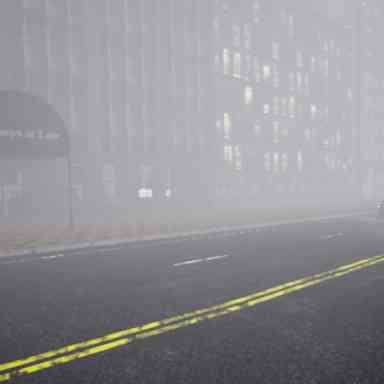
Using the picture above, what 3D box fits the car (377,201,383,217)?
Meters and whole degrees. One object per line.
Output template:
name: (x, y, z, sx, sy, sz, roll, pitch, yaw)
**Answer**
car: (14.918, 0.976, 23.503, 4.892, 1.490, 1.837, -1, 1, -38)
